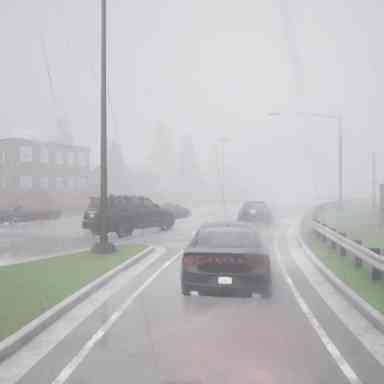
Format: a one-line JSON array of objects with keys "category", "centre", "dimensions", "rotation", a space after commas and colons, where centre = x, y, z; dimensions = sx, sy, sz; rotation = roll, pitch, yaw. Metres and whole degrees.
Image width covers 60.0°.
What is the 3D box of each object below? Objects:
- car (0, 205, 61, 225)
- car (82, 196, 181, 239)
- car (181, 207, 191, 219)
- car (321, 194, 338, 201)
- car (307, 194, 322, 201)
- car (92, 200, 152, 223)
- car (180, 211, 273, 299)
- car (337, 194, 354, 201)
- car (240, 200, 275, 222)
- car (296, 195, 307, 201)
[{"category": "car", "centre": [-11.841, 1.594, 23.782], "dimensions": [1.895, 1.301, 4.718], "rotation": [0, 0, 33]}, {"category": "car", "centre": [-3.215, 1.214, 17.789], "dimensions": [2.150, 2.045, 5.566], "rotation": [0, 0, 33]}, {"category": "car", "centre": [-1.818, 1.556, 26.379], "dimensions": [1.994, 1.385, 4.181], "rotation": [0, 0, 33]}, {"category": "car", "centre": [34.025, 1.499, 81.882], "dimensions": [2.128, 1.511, 4.902], "rotation": [0, 0, 33]}, {"category": "car", "centre": [31.087, 1.451, 83.785], "dimensions": [1.882, 1.535, 5.008], "rotation": [0, 0, 33]}, {"category": "car", "centre": [-5.559, 1.498, 27.041], "dimensions": [1.837, 1.490, 4.892], "rotation": [0, 0, 33]}, {"category": "car", "centre": [0.923, 1.475, 8.571], "dimensions": [1.882, 1.535, 5.008], "rotation": [0, 0, 7]}, {"category": "car", "centre": [37.170, 1.526, 80.300], "dimensions": [1.994, 1.385, 4.181], "rotation": [0, 0, 33]}, {"category": "car", "centre": [4.650, 1.344, 23.440], "dimensions": [2.097, 1.767, 4.553], "rotation": [0, 0, 19]}, {"category": "car", "centre": [28.150, 1.498, 85.688], "dimensions": [2.128, 1.511, 4.902], "rotation": [0, 0, 33]}]
